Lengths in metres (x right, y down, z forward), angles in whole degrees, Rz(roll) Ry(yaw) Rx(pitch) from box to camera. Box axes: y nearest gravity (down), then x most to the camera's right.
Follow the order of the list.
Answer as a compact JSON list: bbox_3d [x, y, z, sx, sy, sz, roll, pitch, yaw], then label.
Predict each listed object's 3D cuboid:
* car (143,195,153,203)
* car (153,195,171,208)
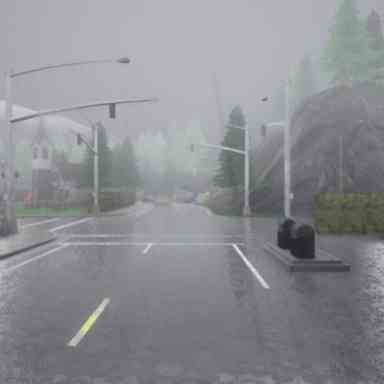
[{"bbox_3d":[-8.072,1.368,63.604,1.837,1.490,4.892,0,0,-21],"label":"car"},{"bbox_3d":[-4.150,1.250,47.302,2.097,1.767,4.553,0,0,-7],"label":"car"}]
